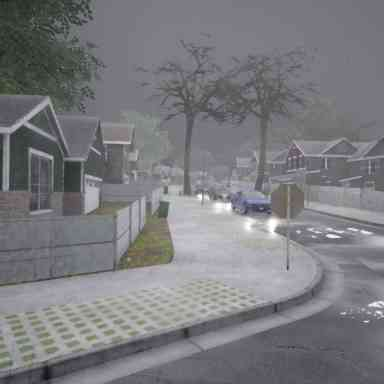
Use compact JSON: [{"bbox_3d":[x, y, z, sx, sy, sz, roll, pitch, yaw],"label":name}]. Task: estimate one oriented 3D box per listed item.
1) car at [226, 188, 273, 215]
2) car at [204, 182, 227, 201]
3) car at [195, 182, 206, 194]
[{"bbox_3d":[4.041,0.621,23.059,1.882,1.535,5.008,1,3,-6],"label":"car"},{"bbox_3d":[2.866,0.102,34.050,2.128,1.511,4.902,1,3,-6],"label":"car"},{"bbox_3d":[1.502,-0.522,47.007,2.128,1.511,4.902,1,3,-6],"label":"car"}]
